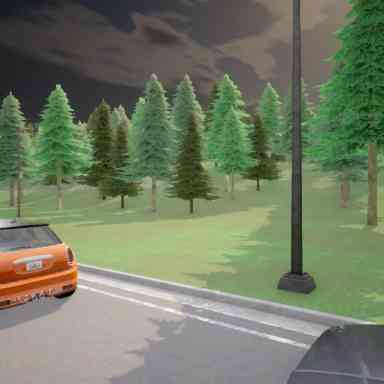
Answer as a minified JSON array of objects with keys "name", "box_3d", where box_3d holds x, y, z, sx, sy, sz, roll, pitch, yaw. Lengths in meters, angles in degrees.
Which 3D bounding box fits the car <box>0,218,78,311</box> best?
[{"name":"car","box_3d":[-4.586,1.352,7.265,4.553,1.767,2.097,0,0,36]}]

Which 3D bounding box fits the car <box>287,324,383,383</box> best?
[{"name":"car","box_3d":[3.213,1.547,1.702,5.357,1.411,2.033,0,0,36]}]
